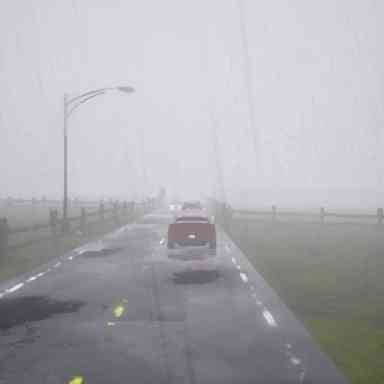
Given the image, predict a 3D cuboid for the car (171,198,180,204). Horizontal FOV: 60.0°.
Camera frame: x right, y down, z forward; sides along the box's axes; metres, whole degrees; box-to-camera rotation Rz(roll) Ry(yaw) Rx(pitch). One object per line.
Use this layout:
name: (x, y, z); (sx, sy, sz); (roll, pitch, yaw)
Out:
car: (-2.750, 1.695, 60.623); (1.895, 1.301, 4.718); (0, 0, 0)

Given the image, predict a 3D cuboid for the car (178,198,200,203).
car: (0.000, 1.526, 29.652); (1.837, 1.490, 4.892); (0, 0, 0)

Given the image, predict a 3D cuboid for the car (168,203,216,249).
car: (0.000, 1.487, 14.650); (1.882, 1.535, 5.008); (0, 0, 0)
